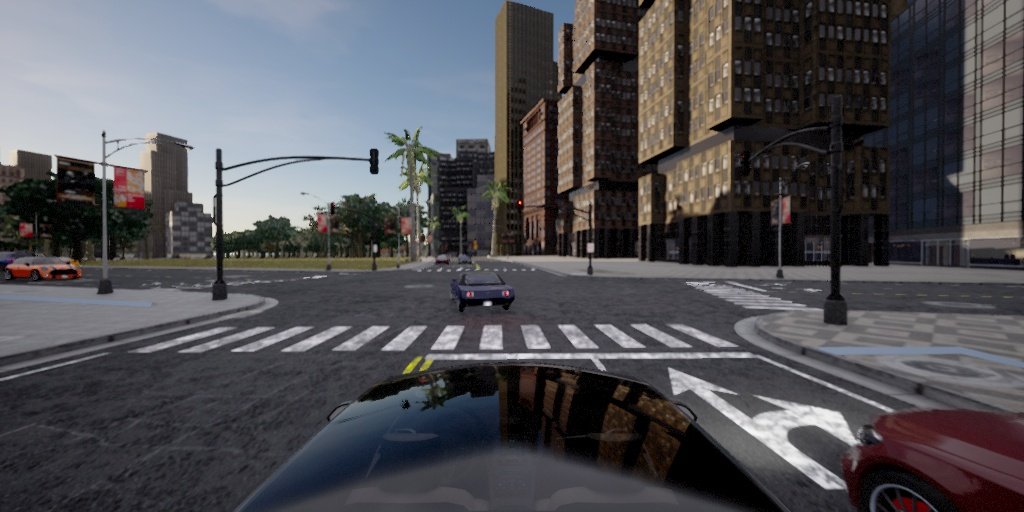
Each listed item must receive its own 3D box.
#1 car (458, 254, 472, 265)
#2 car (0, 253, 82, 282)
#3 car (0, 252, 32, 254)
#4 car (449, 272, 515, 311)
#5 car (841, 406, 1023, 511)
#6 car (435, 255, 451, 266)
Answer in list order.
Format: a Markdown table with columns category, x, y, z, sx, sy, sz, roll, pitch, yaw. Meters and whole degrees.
| category | x | y | z | sx | sy | sz | roll | pitch | yaw |
| --- | --- | --- | --- | --- | --- | --- | --- | --- | --- |
| car | -6.979 | 0.633 | 53.228 | 1.994 | 1.385 | 4.181 | 0 | 1 | -7 |
| car | -33.663 | 0.861 | 25.827 | 4.553 | 1.767 | 2.097 | 0 | 1 | 15 |
| car | -52.740 | 0.598 | 37.627 | 5.566 | 2.045 | 2.150 | 0 | 1 | 15 |
| car | -1.374 | 1.278 | 14.099 | 1.895 | 1.301 | 4.718 | 0 | 1 | -15 |
| car | 3.266 | 1.282 | 0.569 | 1.812 | 1.442 | 4.674 | 0 | 0 | 0 |
| car | -10.168 | 0.555 | 52.571 | 1.882 | 1.535 | 5.008 | 0 | 1 | -7 |
